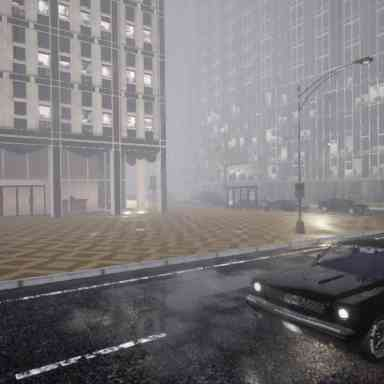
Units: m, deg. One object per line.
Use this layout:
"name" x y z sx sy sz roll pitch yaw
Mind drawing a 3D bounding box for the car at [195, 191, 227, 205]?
"car" 3.264 0.887 49.908 2.150 2.045 5.566 -1 1 -35

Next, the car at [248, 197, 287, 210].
"car" 9.280 1.364 41.130 1.895 1.301 4.718 -1 1 -34

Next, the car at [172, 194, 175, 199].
"car" -5.195 0.936 72.497 1.802 1.307 4.206 0 1 -34

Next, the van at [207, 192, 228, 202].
"van" 4.445 0.856 58.430 1.690 1.788 3.998 0 1 -34

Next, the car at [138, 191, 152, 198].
"car" -11.623 0.687 81.870 1.967 1.590 4.097 0 1 -34

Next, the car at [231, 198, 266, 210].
"car" 7.082 1.388 39.572 1.802 1.307 4.206 0 1 -34

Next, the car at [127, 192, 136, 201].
"car" -12.108 1.040 67.759 2.008 1.369 4.403 0 1 -34

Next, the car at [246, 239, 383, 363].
"car" 3.205 1.598 5.976 4.718 1.301 1.895 0 0 -36

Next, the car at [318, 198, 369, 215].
"car" 14.889 1.358 32.925 1.837 1.490 4.892 -1 1 -34

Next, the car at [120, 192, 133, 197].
"car" -18.050 0.689 91.247 2.008 1.369 4.403 0 1 -34

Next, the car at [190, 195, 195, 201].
"car" 1.232 1.044 63.121 1.802 1.307 4.206 0 1 -34

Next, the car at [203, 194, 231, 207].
"car" 3.916 1.320 44.292 1.947 1.339 4.313 0 1 -34

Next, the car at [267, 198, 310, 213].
"car" 10.282 1.424 34.872 1.947 1.339 4.313 0 1 -34

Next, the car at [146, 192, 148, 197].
"car" -8.409 0.616 77.181 2.192 1.841 5.009 0 1 -34

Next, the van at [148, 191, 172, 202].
"van" -5.680 0.938 58.381 1.690 1.788 3.998 0 1 -34
